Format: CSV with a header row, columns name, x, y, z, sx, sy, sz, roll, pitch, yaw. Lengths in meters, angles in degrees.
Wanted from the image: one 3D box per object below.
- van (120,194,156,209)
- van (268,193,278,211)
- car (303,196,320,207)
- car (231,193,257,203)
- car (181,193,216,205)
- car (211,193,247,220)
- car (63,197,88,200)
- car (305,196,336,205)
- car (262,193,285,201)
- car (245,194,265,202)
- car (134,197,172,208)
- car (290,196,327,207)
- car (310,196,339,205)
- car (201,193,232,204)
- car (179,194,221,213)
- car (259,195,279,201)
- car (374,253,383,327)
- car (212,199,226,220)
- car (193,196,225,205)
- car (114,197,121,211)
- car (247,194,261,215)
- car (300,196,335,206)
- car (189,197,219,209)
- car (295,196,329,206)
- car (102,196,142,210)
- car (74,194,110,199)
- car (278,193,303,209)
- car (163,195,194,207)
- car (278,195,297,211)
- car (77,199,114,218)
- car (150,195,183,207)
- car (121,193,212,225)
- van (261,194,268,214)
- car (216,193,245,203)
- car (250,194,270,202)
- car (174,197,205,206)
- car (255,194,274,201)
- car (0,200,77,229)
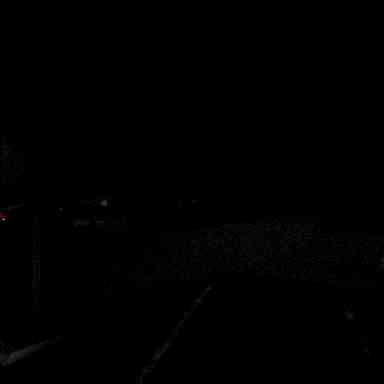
name,x,y,z,sx,sy,sz,roll,pitch,yaw
van,-7.379,1.293,45.477,4.442,1.987,1.878,-1,0,14
van,6.674,1.281,35.609,4.442,1.987,1.878,1,0,14
car,16.494,1.538,50.327,4.792,1.488,2.163,1,1,14
car,11.427,1.271,72.960,5.566,2.045,2.435,-1,-1,14
car,1.190,1.270,57.963,5.566,2.045,2.435,-1,0,14
car,1.547,1.250,28.289,5.566,2.045,2.435,1,1,14
car,-14.076,1.542,35.441,4.792,1.488,2.163,-1,0,14
car,23.170,1.510,60.130,5.008,1.535,2.097,1,1,14
car,21.550,1.273,87.968,5.566,2.045,2.435,-1,0,14
car,14.765,1.398,77.969,4.553,1.767,2.185,-1,-1,14
car,-5.571,1.520,47.957,4.892,1.521,2.231,-1,-1,14
car,18.365,1.509,52.740,5.366,1.575,1.946,1,0,14
car,24.858,1.541,62.569,4.792,1.488,2.163,1,0,14
car,4.642,1.270,62.947,5.566,2.045,2.435,-1,-1,14
car,1.072,1.244,38.061,2.150,2.045,5.566,0,0,34
car,19.879,1.525,85.471,4.892,1.521,2.231,-1,-1,14
car,3.733,1.234,3.541,2.435,2.045,5.566,0,-1,15
car,-0.115,1.530,25.831,4.792,1.488,2.163,1,1,14
car,3.099,1.515,60.414,5.366,1.575,1.946,-1,-1,14
car,-10.631,1.264,40.456,5.566,2.045,2.435,-1,-1,14
car,3.209,1.252,30.737,5.566,2.045,2.435,1,1,14
car,21.688,1.509,57.636,5.366,1.575,1.946,1,0,14
car,1.795,1.530,48.210,2.128,1.511,4.902,0,0,34
car,19.843,1.510,55.221,5.008,1.535,2.097,1,0,14
car,-8.991,1.391,42.966,4.553,1.767,2.185,-1,-1,14
car,-12.383,1.263,37.946,5.566,2.045,2.435,-1,0,14
car,11.571,1.383,42.972,4.553,1.767,2.185,1,1,14
car,-2.145,1.394,52.944,4.553,1.767,2.185,-1,0,14
car,9.875,1.509,40.528,4.892,1.521,2.231,1,0,14
car,-9.957,1.622,31.054,1.895,1.301,4.718,0,0,34
car,-3.839,1.393,50.433,4.553,1.767,2.185,-1,0,14
car,-1.719,1.249,23.394,5.566,2.045,2.435,1,0,14
van,5.012,1.280,33.161,4.442,1.987,1.878,1,0,14
car,7.975,1.271,67.970,5.566,2.045,2.435,-1,0,14
car,16.460,1.398,80.477,4.553,1.767,2.185,-1,-1,14
car,-0.445,1.549,55.445,4.792,1.488,2.163,-1,-1,14
car,18.215,1.398,82.957,4.553,1.767,2.185,-1,0,14
car,-10.182,1.492,21.240,1.882,1.535,5.008,-1,0,31
